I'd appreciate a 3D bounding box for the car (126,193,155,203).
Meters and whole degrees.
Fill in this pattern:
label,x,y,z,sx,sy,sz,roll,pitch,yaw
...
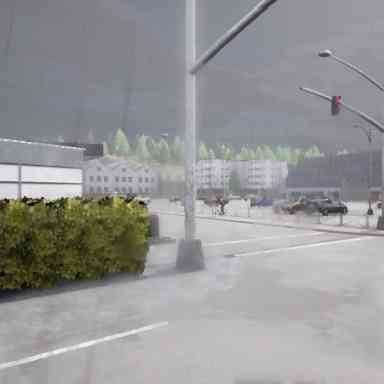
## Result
label,x,y,z,sx,sy,sz,roll,pitch,yaw
car,-9.386,1.361,60.531,3.806,1.475,1.970,0,0,-35

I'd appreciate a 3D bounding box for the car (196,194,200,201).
label,x,y,z,sx,sy,sz,roll,pitch,yaw
car,1.786,1.298,76.835,4.514,1.523,2.007,0,0,-35

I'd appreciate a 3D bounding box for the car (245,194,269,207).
label,x,y,z,sx,sy,sz,roll,pitch,yaw
car,9.773,1.320,46.571,3.633,1.501,1.845,0,0,-35

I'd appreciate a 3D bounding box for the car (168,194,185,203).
label,x,y,z,sx,sy,sz,roll,pitch,yaw
car,-2.453,1.097,65.414,4.605,1.855,1.932,0,0,-35

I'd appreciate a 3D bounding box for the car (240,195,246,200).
label,x,y,z,sx,sy,sz,roll,pitch,yaw
car,13.600,1.154,72.786,5.027,1.636,2.152,0,0,-35

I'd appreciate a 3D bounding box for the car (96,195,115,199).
label,x,y,z,sx,sy,sz,roll,pitch,yaw
car,-11.427,1.505,41.311,1.837,1.490,4.892,0,0,-35

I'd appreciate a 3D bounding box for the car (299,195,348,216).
label,x,y,z,sx,sy,sz,roll,pitch,yaw
car,12.095,1.340,29.923,4.514,1.523,2.007,0,0,-35

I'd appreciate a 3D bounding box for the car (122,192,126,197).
label,x,y,z,sx,sy,sz,roll,pitch,yaw
car,-10.787,1.077,63.608,3.866,1.878,1.905,0,0,-35

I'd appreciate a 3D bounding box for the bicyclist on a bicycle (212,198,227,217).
label,x,y,z,sx,sy,sz,roll,pitch,yaw
bicyclist on a bicycle,2.337,1.301,27.998,1.656,1.620,0.582,0,0,-35

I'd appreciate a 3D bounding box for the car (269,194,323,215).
label,x,y,z,sx,sy,sz,roll,pitch,yaw
car,10.258,1.330,32.465,5.027,1.636,2.152,0,0,-35

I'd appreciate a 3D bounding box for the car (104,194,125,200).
label,x,y,z,sx,sy,sz,roll,pitch,yaw
car,-19.772,1.334,84.911,4.902,1.511,2.128,0,0,-35

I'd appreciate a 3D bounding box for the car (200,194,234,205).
label,x,y,z,sx,sy,sz,roll,pitch,yaw
car,4.091,1.298,54.791,4.514,1.523,2.007,0,0,-35

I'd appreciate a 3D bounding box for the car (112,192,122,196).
label,x,y,z,sx,sy,sz,roll,pitch,yaw
car,-17.203,1.034,82.434,5.566,2.045,2.150,0,0,-35

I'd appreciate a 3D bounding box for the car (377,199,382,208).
label,x,y,z,sx,sy,sz,roll,pitch,yaw
car,25.650,1.384,43.025,3.806,1.475,1.970,0,0,-35

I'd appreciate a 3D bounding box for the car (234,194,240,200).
label,x,y,z,sx,sy,sz,roll,pitch,yaw
car,9.663,1.232,77.864,3.806,1.475,1.970,0,0,-35

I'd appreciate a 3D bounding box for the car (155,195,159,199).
label,x,y,z,sx,sy,sz,roll,pitch,yaw
car,-11.356,1.286,90.748,5.008,1.535,1.882,0,0,-35
